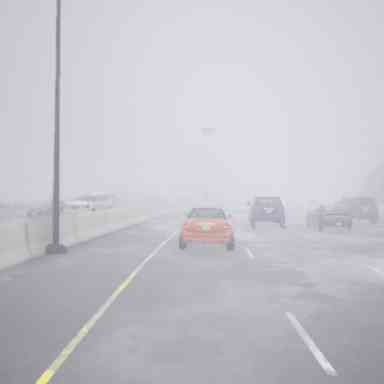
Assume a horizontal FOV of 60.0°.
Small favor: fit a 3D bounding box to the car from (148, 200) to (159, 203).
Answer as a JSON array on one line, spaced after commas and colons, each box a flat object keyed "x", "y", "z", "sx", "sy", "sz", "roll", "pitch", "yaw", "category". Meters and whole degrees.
[{"x": -6.716, "y": 1.442, "z": 63.968, "sx": 1.812, "sy": 1.442, "sz": 4.674, "roll": 1, "pitch": 0, "yaw": 19, "category": "car"}]

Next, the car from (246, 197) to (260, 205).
[{"x": 11.587, "y": 1.657, "z": 62.676, "sx": 1.812, "sy": 1.442, "sz": 4.674, "roll": 0, "pitch": 0, "yaw": 21, "category": "car"}]

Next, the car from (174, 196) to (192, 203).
[{"x": -1.761, "y": 1.505, "z": 67.354, "sx": 1.812, "sy": 1.442, "sz": 4.674, "roll": 1, "pitch": 0, "yaw": 21, "category": "car"}]

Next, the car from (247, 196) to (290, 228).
[{"x": 5.020, "y": 1.279, "z": 22.806, "sx": 2.150, "sy": 2.045, "sz": 5.566, "roll": 0, "pitch": 0, "yaw": 8, "category": "car"}]

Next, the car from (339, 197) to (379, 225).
[{"x": 12.722, "y": 1.373, "z": 26.180, "sx": 2.150, "sy": 2.045, "sz": 5.566, "roll": 0, "pitch": 0, "yaw": 10, "category": "car"}]

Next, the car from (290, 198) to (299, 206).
[{"x": 18.639, "y": 1.782, "z": 61.451, "sx": 1.994, "sy": 1.385, "sz": 4.181, "roll": 1, "pitch": 0, "yaw": 22, "category": "car"}]

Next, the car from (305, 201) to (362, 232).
[{"x": 8.504, "y": 1.592, "z": 20.969, "sx": 2.128, "sy": 1.511, "sz": 4.902, "roll": 1, "pitch": 0, "yaw": 7, "category": "car"}]

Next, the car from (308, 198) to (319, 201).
[{"x": 22.076, "y": 1.751, "z": 60.526, "sx": 2.128, "sy": 1.511, "sz": 4.902, "roll": 1, "pitch": 0, "yaw": 22, "category": "car"}]

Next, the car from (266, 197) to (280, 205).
[{"x": 15.138, "y": 1.679, "z": 62.184, "sx": 1.837, "sy": 1.490, "sz": 4.892, "roll": 0, "pitch": 0, "yaw": 21, "category": "car"}]

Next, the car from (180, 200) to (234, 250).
[{"x": 0.715, "y": 1.359, "z": 14.686, "sx": 2.097, "sy": 1.767, "sz": 4.553, "roll": 1, "pitch": 0, "yaw": 5, "category": "car"}]

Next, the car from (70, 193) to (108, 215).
[{"x": -8.498, "y": 1.113, "z": 27.884, "sx": 2.150, "sy": 2.045, "sz": 5.566, "roll": 1, "pitch": 0, "yaw": 9, "category": "car"}]
